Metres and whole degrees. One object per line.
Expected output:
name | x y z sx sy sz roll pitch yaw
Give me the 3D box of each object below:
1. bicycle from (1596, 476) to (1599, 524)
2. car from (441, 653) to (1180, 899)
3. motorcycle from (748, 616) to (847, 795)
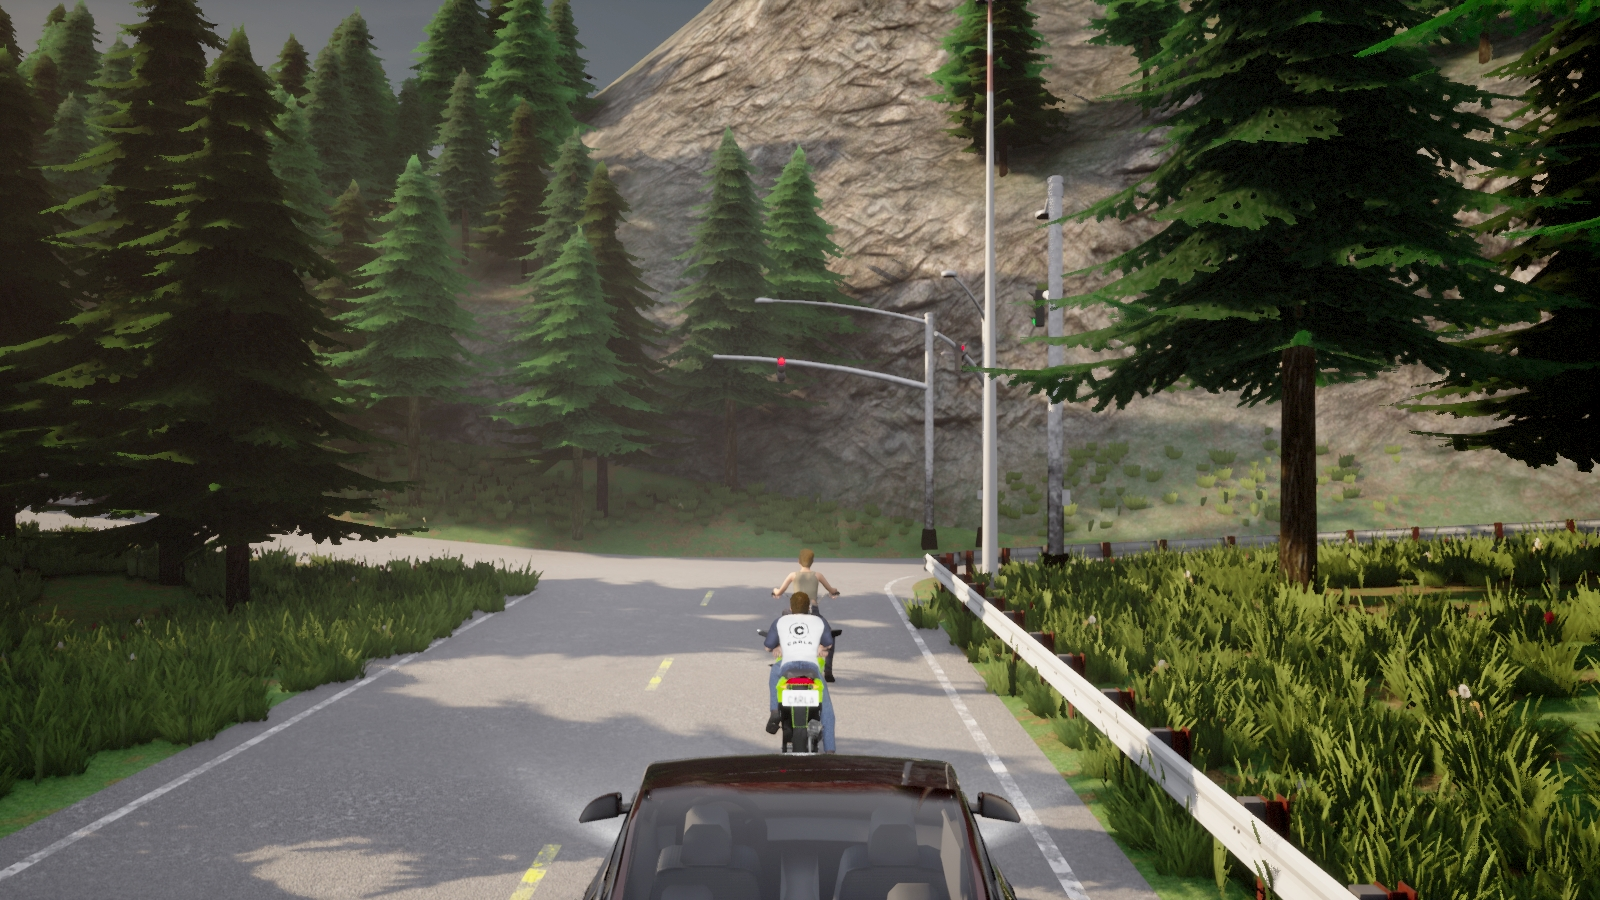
bicycle | 21.727 1.354 29.474 1.835 1.471 0.329 -5 -2 26
car | 0.029 2.063 5.012 2.163 1.488 4.792 0 0 0
motorcycle | -0.020 2.213 10.238 0.803 1.145 2.033 0 0 0
